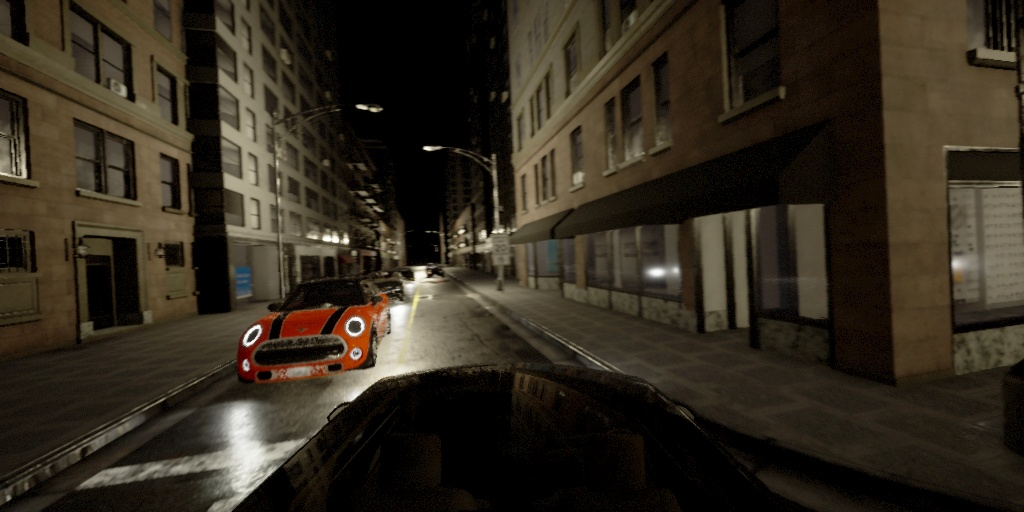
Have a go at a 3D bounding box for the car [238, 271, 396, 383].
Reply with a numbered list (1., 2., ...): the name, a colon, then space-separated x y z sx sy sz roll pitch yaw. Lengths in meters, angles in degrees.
1. car: -3.944 1.287 7.924 2.097 1.767 4.553 -3 0 -13

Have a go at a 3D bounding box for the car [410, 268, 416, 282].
1. car: -10.136 1.786 33.930 1.994 1.385 4.181 -3 0 -13

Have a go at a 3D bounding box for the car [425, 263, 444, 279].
1. car: -8.482 1.742 39.371 1.895 1.301 4.718 -3 0 -13

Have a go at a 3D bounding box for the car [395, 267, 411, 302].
1. car: -6.558 1.558 18.874 1.837 1.490 4.892 -3 0 -13
